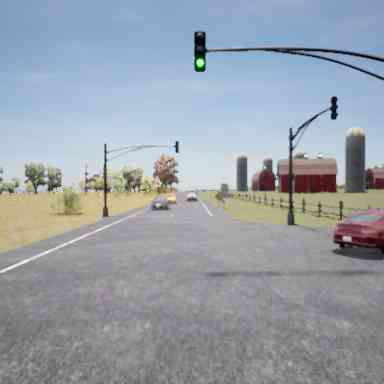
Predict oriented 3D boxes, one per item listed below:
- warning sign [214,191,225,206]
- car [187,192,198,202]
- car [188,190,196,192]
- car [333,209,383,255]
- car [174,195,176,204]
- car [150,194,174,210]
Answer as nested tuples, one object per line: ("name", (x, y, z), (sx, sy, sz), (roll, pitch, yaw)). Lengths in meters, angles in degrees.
("warning sign", (3.530, 0.861, 42.831), (1.300, 1.860, 1.060), (0, 0, 0))
("car", (-0.019, 1.204, 64.226), (1.895, 1.301, 4.718), (0, 0, 0))
("car", (-0.022, 0.590, 74.227), (2.150, 2.045, 5.566), (0, 0, 0))
("car", (7.167, 1.357, 12.062), (4.674, 1.442, 1.812), (-1, 0, -28))
("car", (-3.576, 1.147, 54.286), (1.882, 1.535, 5.008), (0, 0, 0))
("car", (-3.604, 1.267, 38.058), (2.128, 1.511, 4.902), (0, 0, 0))
